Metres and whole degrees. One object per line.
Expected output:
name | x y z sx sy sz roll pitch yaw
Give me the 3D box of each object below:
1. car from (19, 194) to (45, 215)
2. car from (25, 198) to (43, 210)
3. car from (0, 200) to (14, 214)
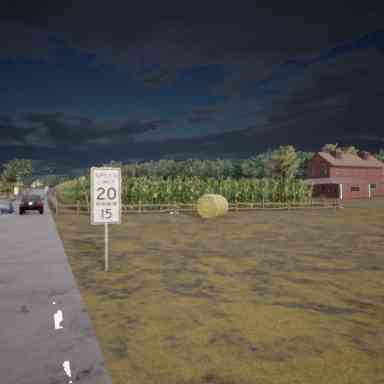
car | -16.930 1.265 35.230 2.150 2.045 5.566 0 0 -23
car | -21.175 1.594 44.625 2.033 1.411 5.357 0 0 -24
car | -20.084 1.605 35.370 2.033 1.411 5.357 0 0 -24
